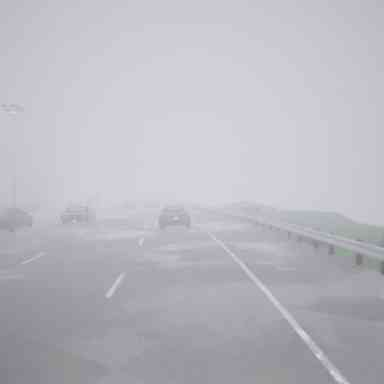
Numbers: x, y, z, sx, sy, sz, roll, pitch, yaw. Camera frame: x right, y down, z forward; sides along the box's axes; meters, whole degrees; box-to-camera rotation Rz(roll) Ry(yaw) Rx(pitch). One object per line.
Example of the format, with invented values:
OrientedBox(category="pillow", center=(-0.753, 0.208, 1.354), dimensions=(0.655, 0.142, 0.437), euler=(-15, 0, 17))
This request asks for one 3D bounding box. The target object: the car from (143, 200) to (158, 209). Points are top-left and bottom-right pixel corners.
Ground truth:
OrientedBox(category="car", center=(-5.780, 1.724, 47.294), dimensions=(1.895, 1.301, 4.718), euler=(-1, 0, -16))

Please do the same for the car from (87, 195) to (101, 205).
OrientedBox(category="car", center=(-18.564, 1.532, 62.738), dimensions=(2.150, 2.045, 5.566), euler=(0, 0, -22))

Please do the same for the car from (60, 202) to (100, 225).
OrientedBox(category="car", center=(-8.540, 1.741, 25.398), dimensions=(1.895, 1.301, 4.718), euler=(-1, 0, -9))

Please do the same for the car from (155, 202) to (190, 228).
OrientedBox(category="car", center=(-1.281, 1.603, 22.602), dimensions=(1.994, 1.385, 4.181), euler=(-1, 0, -8))

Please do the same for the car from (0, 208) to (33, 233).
OrientedBox(category="car", center=(-11.594, 1.703, 20.969), dimensions=(1.812, 1.442, 4.674), euler=(0, 0, -8))

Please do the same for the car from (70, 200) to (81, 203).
OrientedBox(category="car", center=(-18.381, 1.900, 52.794), dimensions=(1.895, 1.301, 4.718), euler=(-1, 0, -19))

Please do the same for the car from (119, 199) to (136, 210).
OrientedBox(category="car", center=(-9.013, 1.713, 46.440), dimensions=(2.033, 1.411, 5.357), euler=(-1, 0, -18))
